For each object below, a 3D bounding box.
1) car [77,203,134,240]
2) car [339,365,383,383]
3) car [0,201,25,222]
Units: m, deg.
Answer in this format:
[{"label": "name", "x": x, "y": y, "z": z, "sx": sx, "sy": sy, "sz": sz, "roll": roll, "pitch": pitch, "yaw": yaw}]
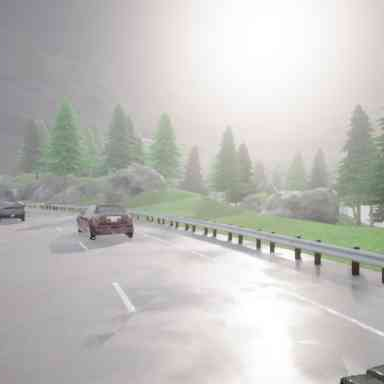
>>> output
[{"label": "car", "x": -4.648, "y": 1.349, "z": 17.406, "sx": 2.097, "sy": 1.767, "sz": 4.553, "roll": 0, "pitch": 0, "yaw": -28}, {"label": "car", "x": 2.555, "y": 1.600, "z": 0.730, "sx": 1.895, "sy": 1.301, "sz": 4.718, "roll": 0, "pitch": 0, "yaw": -17}, {"label": "car", "x": -14.466, "y": 1.489, "z": 26.067, "sx": 2.128, "sy": 1.511, "sz": 4.902, "roll": 0, "pitch": 0, "yaw": -37}]
